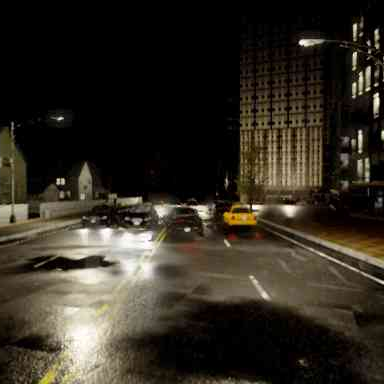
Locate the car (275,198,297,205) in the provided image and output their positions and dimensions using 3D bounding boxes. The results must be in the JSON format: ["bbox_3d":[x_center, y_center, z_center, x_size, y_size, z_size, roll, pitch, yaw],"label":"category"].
[{"bbox_3d":[22.942,2.319,81.212,5.009,1.841,2.192,0,1,20],"label":"car"}]

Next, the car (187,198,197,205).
[{"bbox_3d":[-0.062,2.027,72.162,2.033,1.411,5.357,0,-1,0],"label":"car"}]

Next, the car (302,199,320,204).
[{"bbox_3d":[30.972,2.444,86.672,4.403,1.369,2.008,0,1,20],"label":"car"}]

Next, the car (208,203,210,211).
[{"bbox_3d":[3.211,1.874,44.841,1.812,1.442,4.674,0,0,0],"label":"car"}]

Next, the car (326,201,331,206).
[{"bbox_3d":[33.592,2.604,77.326,4.507,1.381,1.887,0,1,20],"label":"car"}]

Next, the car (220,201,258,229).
[{"bbox_3d":[3.230,1.628,23.025,1.801,1.575,5.366,0,0,0],"label":"car"}]

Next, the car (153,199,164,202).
[{"bbox_3d":[-6.563,2.043,65.291,1.882,1.535,5.008,0,0,0],"label":"car"}]

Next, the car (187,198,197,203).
[{"bbox_3d":[0.024,1.994,63.133,2.128,1.511,4.902,0,-1,0],"label":"car"}]

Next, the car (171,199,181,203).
[{"bbox_3d":[-3.310,2.113,68.795,2.033,1.411,5.357,0,-1,0],"label":"car"}]

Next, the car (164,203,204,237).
[{"bbox_3d":[-0.468,1.647,19.090,1.837,1.490,4.892,-1,0,-6],"label":"car"}]

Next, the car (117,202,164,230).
[{"bbox_3d":[-3.370,1.662,22.749,2.128,1.511,4.902,0,0,0],"label":"car"}]

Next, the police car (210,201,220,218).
[{"bbox_3d":[3.221,1.684,33.948,1.930,1.638,5.238,0,0,0],"label":"police car"}]

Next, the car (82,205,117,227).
[{"bbox_3d":[-6.610,1.710,24.594,1.812,1.442,4.674,0,0,0],"label":"car"}]
